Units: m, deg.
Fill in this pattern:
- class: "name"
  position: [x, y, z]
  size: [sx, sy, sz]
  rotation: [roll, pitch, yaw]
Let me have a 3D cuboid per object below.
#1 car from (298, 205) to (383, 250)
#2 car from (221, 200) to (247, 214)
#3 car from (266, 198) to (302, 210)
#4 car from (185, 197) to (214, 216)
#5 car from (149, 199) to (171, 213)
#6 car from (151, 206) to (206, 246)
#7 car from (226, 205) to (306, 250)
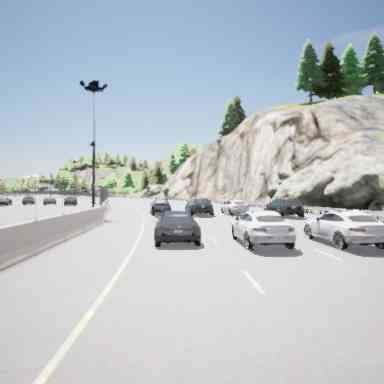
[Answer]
- class: "car"
  position: [6.412, 1.495, 14.054]
  size: [1.812, 1.442, 4.674]
  rotation: [0, 0, -4]
- class: "car"
  position: [4.121, 1.477, 32.051]
  size: [1.812, 1.442, 4.674]
  rotation: [0, 0, -10]
- class: "car"
  position: [8.072, 1.299, 29.543]
  size: [2.097, 1.767, 4.553]
  rotation: [0, 0, -9]
- class: "car"
  position: [0.617, 1.311, 31.706]
  size: [2.097, 1.767, 4.553]
  rotation: [0, 0, -10]
- class: "car"
  position: [-3.171, 1.456, 33.000]
  size: [2.128, 1.511, 4.902]
  rotation: [0, 0, -10]
- class: "car"
  position: [-0.724, 1.546, 15.311]
  size: [1.994, 1.385, 4.181]
  rotation: [0, 0, -5]
- class: "car"
  position: [2.900, 1.502, 14.138]
  size: [1.812, 1.442, 4.674]
  rotation: [0, 0, -4]
